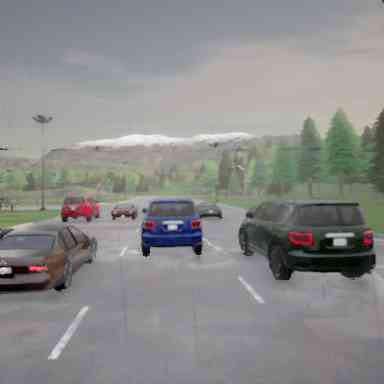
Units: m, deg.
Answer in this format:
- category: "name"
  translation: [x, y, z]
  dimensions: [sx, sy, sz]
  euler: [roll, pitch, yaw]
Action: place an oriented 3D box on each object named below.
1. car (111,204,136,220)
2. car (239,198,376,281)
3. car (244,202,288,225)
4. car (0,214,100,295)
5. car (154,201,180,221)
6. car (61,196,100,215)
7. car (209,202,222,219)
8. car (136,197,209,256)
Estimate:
- category: "car"
  translation: [-5.678, 1.660, 28.772]
  dimensions: [1.895, 1.301, 4.718]
  euler: [-1, 0, -4]
- category: "car"
  translation: [2.990, 1.181, 9.920]
  dimensions: [2.150, 2.045, 5.566]
  euler: [-1, 0, -5]
- category: "car"
  translation: [5.259, 1.488, 24.211]
  dimensions: [1.994, 1.385, 4.181]
  euler: [-1, 0, -5]
- category: "car"
  translation: [-3.924, 1.594, 9.031]
  dimensions: [2.033, 1.411, 5.357]
  euler: [-1, 0, -5]
- category: "car"
  translation: [-2.165, 1.563, 28.760]
  dimensions: [2.033, 1.411, 5.357]
  euler: [-1, 0, -5]
- category: "car"
  translation: [-9.073, 1.324, 27.434]
  dimensions: [2.150, 2.045, 5.566]
  euler: [-1, 0, -5]
- category: "car"
  translation: [1.357, 1.535, 28.651]
  dimensions: [1.994, 1.385, 4.181]
  euler: [-1, 0, -5]
- category: "car"
  translation: [-0.849, 1.229, 13.486]
  dimensions: [2.150, 2.045, 5.566]
  euler: [-1, 0, -5]
